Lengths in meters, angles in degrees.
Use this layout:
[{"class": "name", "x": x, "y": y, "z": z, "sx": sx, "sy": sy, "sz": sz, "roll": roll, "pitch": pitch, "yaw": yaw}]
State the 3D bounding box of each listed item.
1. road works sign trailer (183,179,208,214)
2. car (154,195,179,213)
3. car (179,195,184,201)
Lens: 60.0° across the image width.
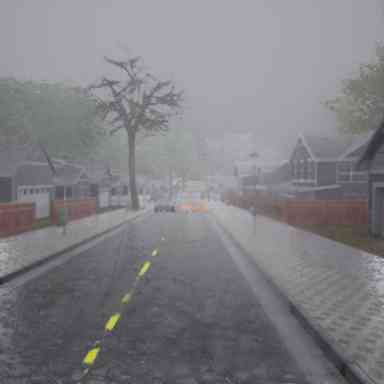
[{"class": "road works sign trailer", "x": 0.368, "y": 0.409, "z": 34.994, "sx": 2.380, "sy": 3.560, "sz": 2.880, "roll": 0, "pitch": 0, "yaw": -7}, {"class": "car", "x": -2.831, "y": 1.295, "z": 35.877, "sx": 2.097, "sy": 1.767, "sz": 4.553, "roll": 0, "pitch": 0, "yaw": 0}, {"class": "car", "x": -2.734, "y": 1.375, "z": 76.993, "sx": 2.128, "sy": 1.511, "sz": 4.902, "roll": 0, "pitch": 0, "yaw": 0}]
